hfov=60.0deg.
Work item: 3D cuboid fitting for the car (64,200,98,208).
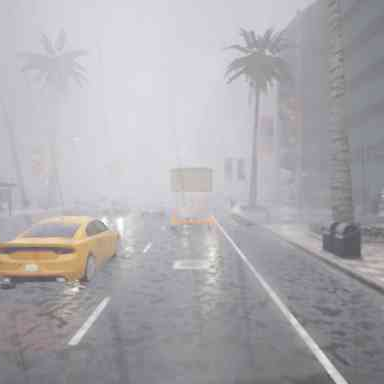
[{"bbox_3d":[-10.553,1.469,31.981,1.895,1.301,4.718,0,0,1],"label":"car"}]

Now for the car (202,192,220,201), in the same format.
[{"bbox_3d":[4.625,0.933,71.100,5.566,2.045,2.150,0,0,-43],"label":"car"}]

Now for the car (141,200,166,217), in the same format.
[{"bbox_3d":[-3.422,1.402,30.039,1.812,1.442,4.674,0,0,0],"label":"car"}]

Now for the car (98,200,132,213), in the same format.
[{"bbox_3d":[-7.063,1.471,31.566,1.895,1.301,4.718,0,0,1],"label":"car"}]

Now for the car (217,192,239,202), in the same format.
[{"bbox_3d":[7.951,1.268,69.369,4.181,1.385,1.994,0,0,-39],"label":"car"}]

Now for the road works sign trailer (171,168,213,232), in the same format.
[{"bbox_3d":[-0.006,0.385,19.260,2.380,3.560,2.880,0,0,0],"label":"road works sign trailer"}]

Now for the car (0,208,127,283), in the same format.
[{"bbox_3d":[-3.402,1.438,9.538,1.882,1.535,5.008,0,0,0],"label":"car"}]
